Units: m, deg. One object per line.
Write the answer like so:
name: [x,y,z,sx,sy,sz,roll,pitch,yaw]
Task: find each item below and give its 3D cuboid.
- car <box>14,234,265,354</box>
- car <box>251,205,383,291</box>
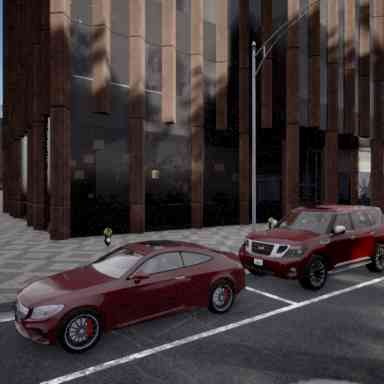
car: [-0.847,1.582,6.045,4.206,1.307,1.802,0,0,-36]
car: [3.593,1.315,9.217,5.009,1.841,2.192,0,0,-36]
